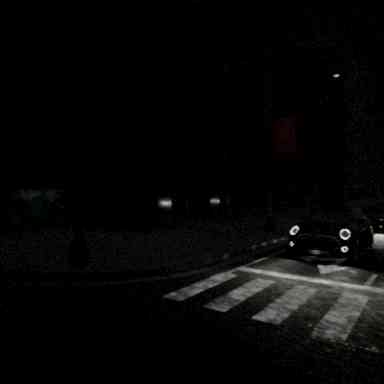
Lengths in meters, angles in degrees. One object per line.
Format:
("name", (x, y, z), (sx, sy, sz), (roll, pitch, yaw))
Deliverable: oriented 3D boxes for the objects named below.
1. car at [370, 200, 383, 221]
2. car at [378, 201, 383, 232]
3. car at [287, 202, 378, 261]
("car", (15.869, 1.394, 26.628), (2.033, 1.411, 5.357), (0, 0, 37))
("car", (10.316, 1.453, 19.130), (1.994, 1.385, 4.181), (0, 0, 36))
("car", (5.180, 1.280, 12.177), (2.097, 1.767, 4.553), (0, 0, 37))
